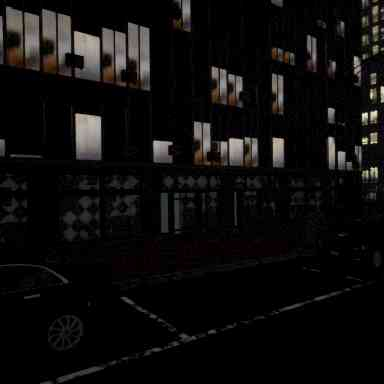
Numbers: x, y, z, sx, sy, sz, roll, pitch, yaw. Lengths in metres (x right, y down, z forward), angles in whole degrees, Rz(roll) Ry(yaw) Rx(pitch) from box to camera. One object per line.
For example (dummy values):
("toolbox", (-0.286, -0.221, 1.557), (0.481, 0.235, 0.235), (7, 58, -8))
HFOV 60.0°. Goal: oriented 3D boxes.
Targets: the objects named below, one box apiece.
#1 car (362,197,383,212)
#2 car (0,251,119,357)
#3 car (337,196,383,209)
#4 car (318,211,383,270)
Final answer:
("car", (18.077, 1.442, 34.354), (1.994, 1.385, 4.181), (-1, 1, -35))
("car", (-3.189, 1.551, 4.427), (4.403, 1.369, 2.008), (0, -1, -35))
("car", (20.577, 1.274, 40.861), (1.752, 1.417, 4.829), (-1, 1, -35))
("car", (5.986, 1.541, 11.006), (4.507, 1.381, 1.887), (0, -1, -35))
